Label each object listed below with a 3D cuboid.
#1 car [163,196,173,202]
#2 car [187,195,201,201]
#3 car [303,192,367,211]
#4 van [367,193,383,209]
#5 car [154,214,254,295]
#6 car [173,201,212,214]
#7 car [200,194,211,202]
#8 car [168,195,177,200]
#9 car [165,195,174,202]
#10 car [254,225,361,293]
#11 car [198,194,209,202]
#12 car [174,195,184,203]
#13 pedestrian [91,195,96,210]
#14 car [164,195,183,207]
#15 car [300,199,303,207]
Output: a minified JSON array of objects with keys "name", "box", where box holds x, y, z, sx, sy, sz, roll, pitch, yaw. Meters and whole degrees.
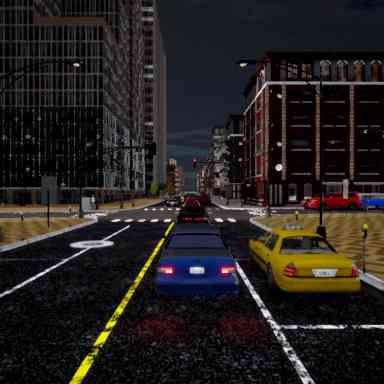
[{"name":"car","box":[-5.327,1.556,74.564,2.008,1.369,4.403,0,0,0]},{"name":"car","box":[0.096,1.567,59.121,1.994,1.385,4.181,0,0,0]},{"name":"car","box":[15.614,1.002,36.468,5.566,2.045,2.150,-1,0,-1]},{"name":"van","box":[20.964,1.050,38.986,3.998,1.788,1.690,-1,1,-1]},{"name":"car","box":[0.096,1.547,8.881,2.033,1.411,5.357,0,0,0]},{"name":"car","box":[0.081,1.505,18.622,1.837,1.490,4.892,0,0,0]},{"name":"car","box":[2.555,1.318,63.379,2.192,1.841,5.009,0,0,0]},{"name":"car","box":[-5.329,1.558,91.343,2.008,1.369,4.403,0,0,0]},{"name":"car","box":[-5.328,1.550,80.157,1.887,1.381,4.507,0,0,0]},{"name":"car","box":[2.563,1.525,8.732,1.752,1.417,4.829,0,0,0]},{"name":"car","box":[2.553,1.320,74.565,2.192,1.841,5.009,0,0,0]},{"name":"car","box":[-2.760,1.482,71.334,1.882,1.535,5.008,0,0,0]},{"name":"pedestrian","box":[-12.354,1.270,41.567,0.375,1.860,0.375,0,1,-1]},{"name":"car","box":[-2.851,1.494,51.221,2.128,1.511,4.902,0,0,0]},{"name":"car","box":[15.308,1.095,38.925,5.009,1.841,2.192,-1,1,-1]}]
